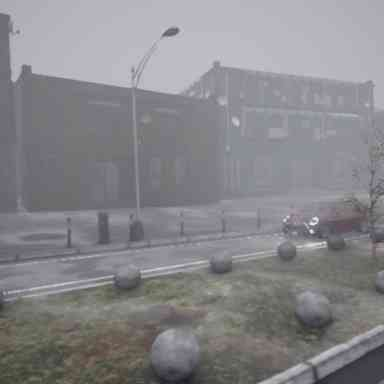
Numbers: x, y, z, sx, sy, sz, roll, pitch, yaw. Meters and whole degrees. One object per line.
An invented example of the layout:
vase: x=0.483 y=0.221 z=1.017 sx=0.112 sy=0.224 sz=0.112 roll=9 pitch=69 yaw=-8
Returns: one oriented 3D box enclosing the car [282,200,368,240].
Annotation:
car: x=6.612 y=1.240 z=16.473 sx=4.553 sy=1.767 sz=2.097 roll=-2 pitch=1 yaw=-32
